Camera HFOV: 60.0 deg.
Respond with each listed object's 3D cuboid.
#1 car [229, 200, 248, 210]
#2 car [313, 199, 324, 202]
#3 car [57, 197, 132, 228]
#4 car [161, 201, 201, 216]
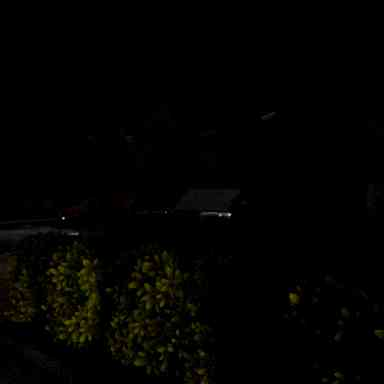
[{"bbox_3d":[5.249,1.688,40.537,1.812,1.442,4.674,0,0,40],"label":"car"},{"bbox_3d":[19.292,1.726,49.796,4.181,1.385,1.994,0,0,-42],"label":"car"},{"bbox_3d":[-6.915,1.384,24.294,2.150,2.045,5.566,0,0,36],"label":"car"},{"bbox_3d":[-0.970,1.667,32.502,1.837,1.490,4.892,0,0,36],"label":"car"}]
